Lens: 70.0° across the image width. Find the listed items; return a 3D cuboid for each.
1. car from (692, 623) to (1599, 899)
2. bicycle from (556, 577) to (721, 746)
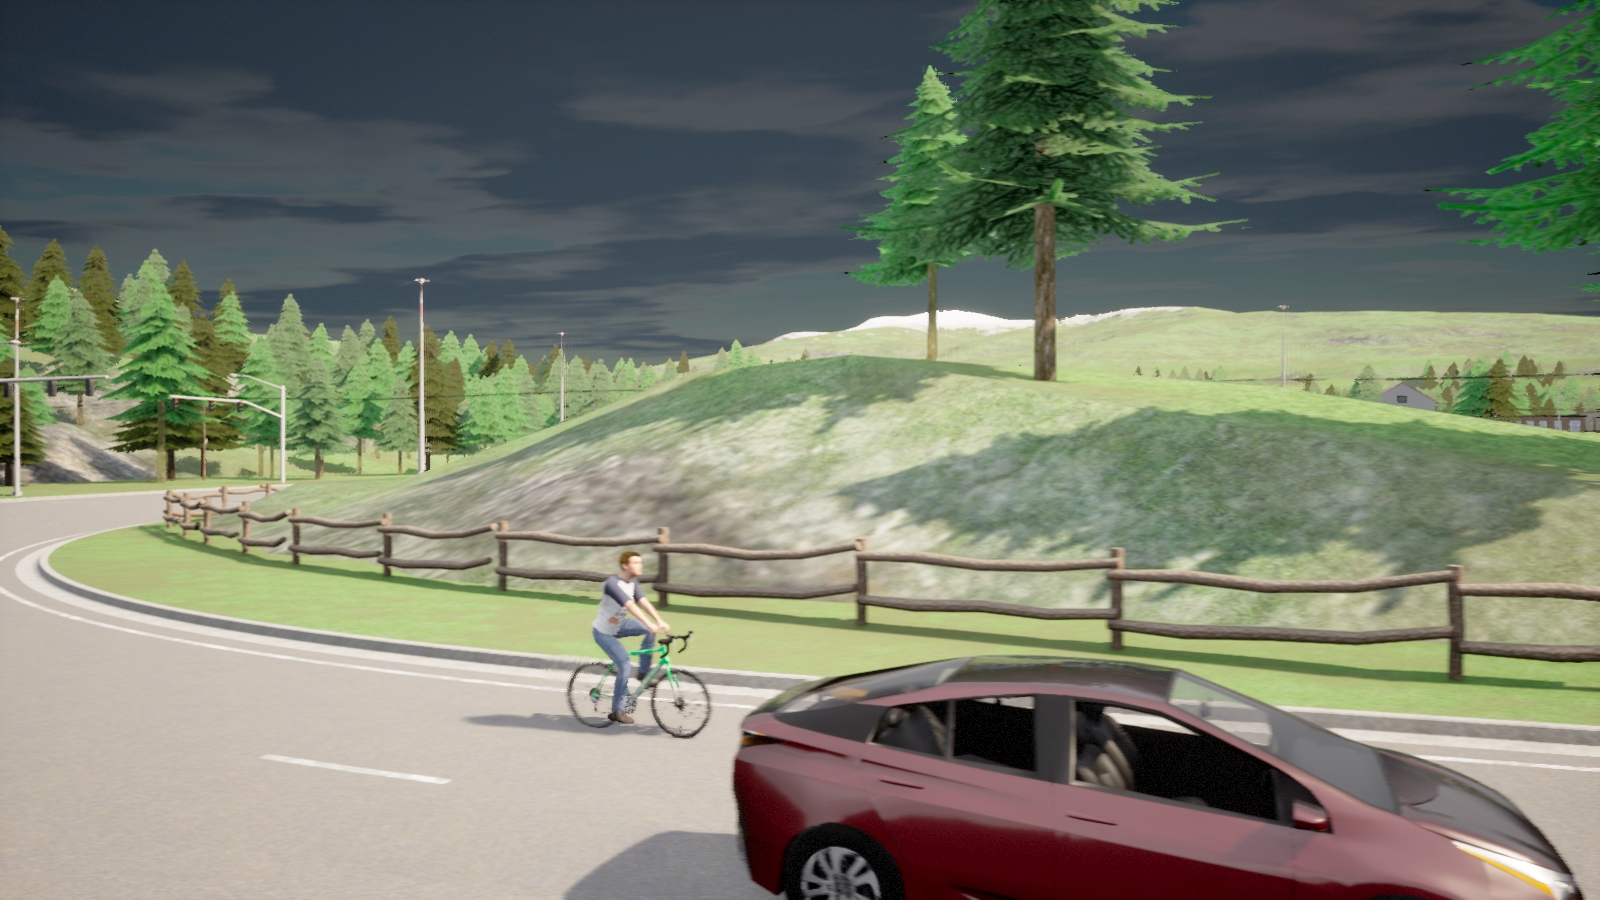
[{"bbox_3d":[1.848,2.041,6.667,4.514,1.525,2.007,0,0,21],"label":"car"},{"bbox_3d":[-1.615,2.061,11.351,1.643,1.496,0.373,0,-1,22],"label":"bicycle"}]
